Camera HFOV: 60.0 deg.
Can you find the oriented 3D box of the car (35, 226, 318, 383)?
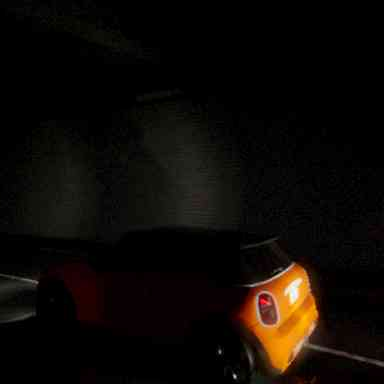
[{"bbox_3d":[-0.482,1.349,5.412,4.553,1.767,2.097,0,0,33],"label":"car"}]
